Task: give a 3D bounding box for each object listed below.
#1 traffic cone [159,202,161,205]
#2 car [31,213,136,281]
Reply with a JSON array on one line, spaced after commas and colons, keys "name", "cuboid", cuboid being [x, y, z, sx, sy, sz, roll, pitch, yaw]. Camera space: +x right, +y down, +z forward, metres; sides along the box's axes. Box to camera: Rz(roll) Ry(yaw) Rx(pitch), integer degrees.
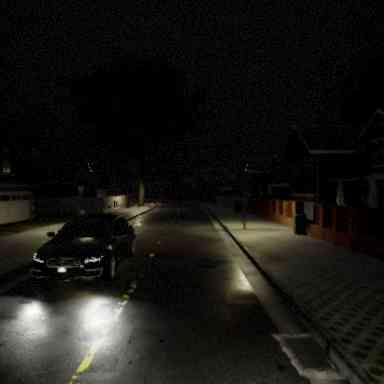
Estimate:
[{"name": "traffic cone", "cuboid": [-4.690, 1.836, 52.080, 0.340, 0.580, 0.340, 0, 0, -7]}, {"name": "car", "cuboid": [-2.846, 1.437, 9.707, 1.837, 1.490, 4.892, 0, 0, 0]}]
